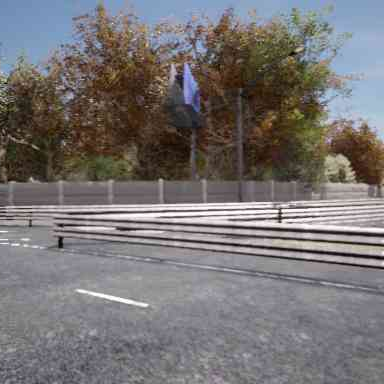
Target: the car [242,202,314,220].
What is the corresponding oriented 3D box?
[{"bbox_3d":[5.544,1.421,21.371,4.902,1.511,2.128,-1,0,-22],"label":"car"}]
